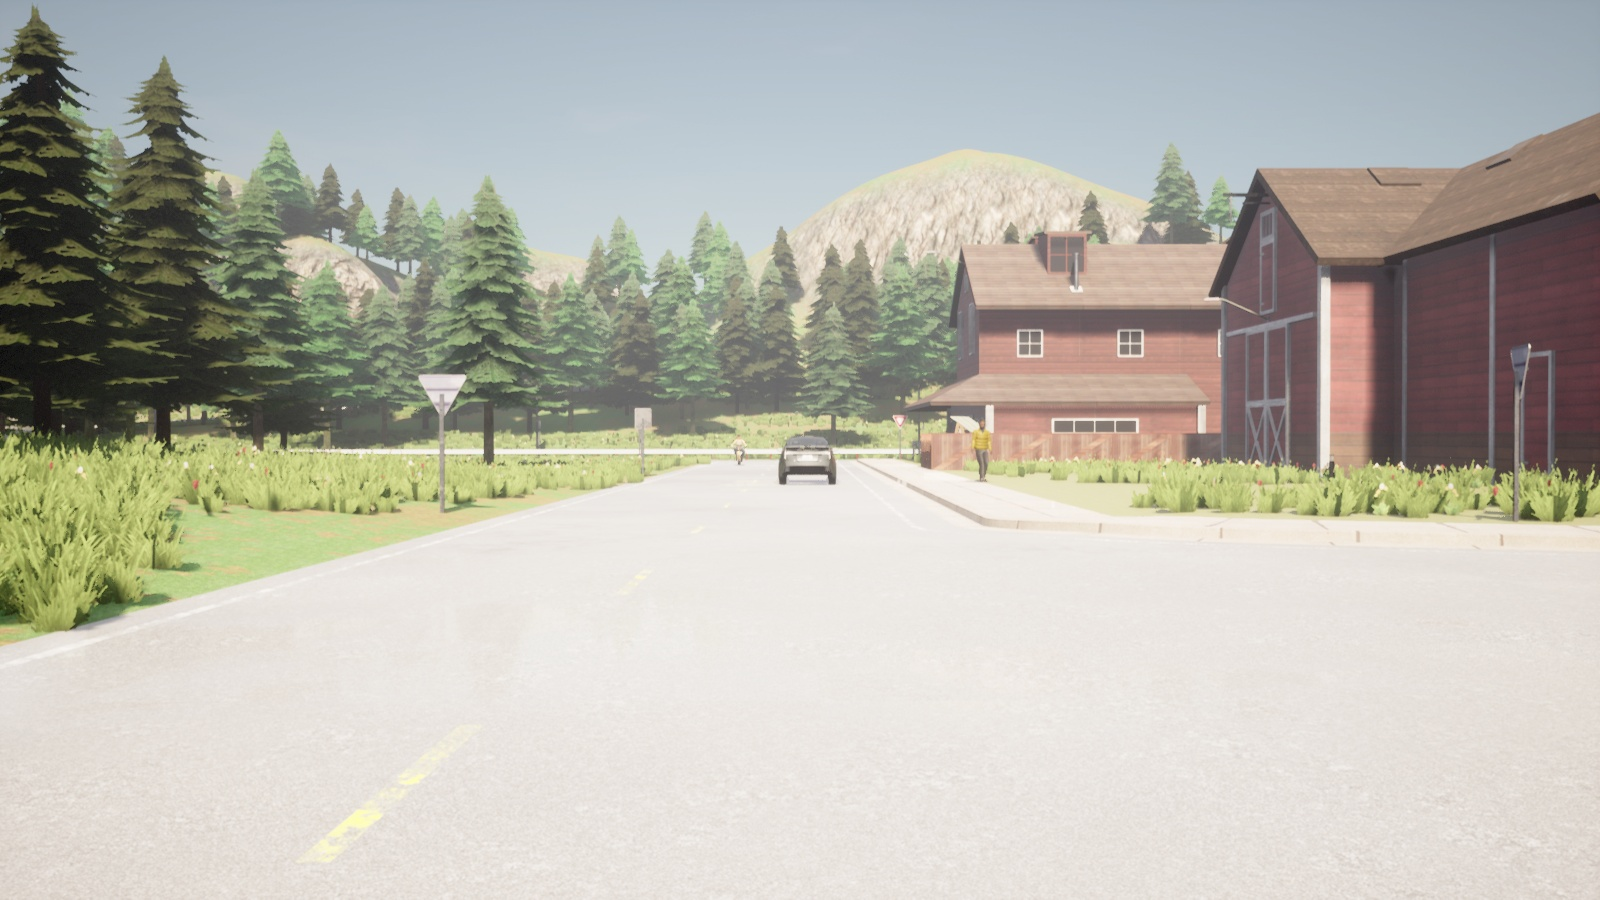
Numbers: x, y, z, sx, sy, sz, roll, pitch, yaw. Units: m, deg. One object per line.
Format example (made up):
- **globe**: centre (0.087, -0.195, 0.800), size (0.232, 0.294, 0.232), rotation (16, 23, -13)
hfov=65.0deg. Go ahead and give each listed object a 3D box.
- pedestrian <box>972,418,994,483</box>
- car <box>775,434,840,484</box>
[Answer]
- **pedestrian**: centre (5.245, 0.014, 36.054), size (0.431, 1.840, 0.709), rotation (0, 1, -8)
- **car**: centre (0.241, 0.252, 40.646), size (2.007, 1.525, 4.514), rotation (0, 1, 0)
